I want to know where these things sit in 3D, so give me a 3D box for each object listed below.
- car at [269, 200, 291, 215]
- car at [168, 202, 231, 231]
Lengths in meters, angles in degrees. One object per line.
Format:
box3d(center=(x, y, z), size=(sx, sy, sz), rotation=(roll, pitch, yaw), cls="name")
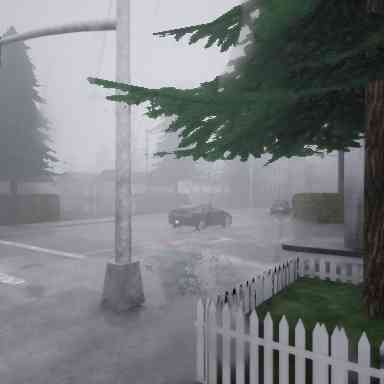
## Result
box3d(center=(8.920, 1.518, 33.789), size=(1.994, 1.385, 4.181), rotation=(0, 1, 13), cls="car")
box3d(center=(0.598, 1.378, 19.685), size=(1.837, 1.490, 4.892), rotation=(2, 0, 35), cls="car")
